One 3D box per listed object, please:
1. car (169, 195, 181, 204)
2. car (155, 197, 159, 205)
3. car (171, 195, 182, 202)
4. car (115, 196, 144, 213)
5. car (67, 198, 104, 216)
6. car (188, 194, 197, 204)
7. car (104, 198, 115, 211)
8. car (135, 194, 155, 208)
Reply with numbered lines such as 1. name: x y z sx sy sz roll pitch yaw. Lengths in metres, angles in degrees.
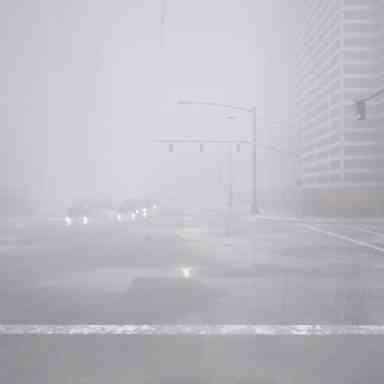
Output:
1. car: -3.407 1.491 64.127 2.128 1.511 4.902 0 0 0
2. car: -6.995 1.601 58.542 1.895 1.301 4.718 0 0 0
3. car: -3.392 1.354 74.412 2.128 1.511 4.902 0 0 0
4. car: -7.045 1.505 37.868 1.837 1.490 4.892 0 0 0
5. car: -10.590 1.352 32.752 2.097 1.767 4.553 0 0 1
6. car: 0.093 1.547 64.122 2.033 1.411 5.357 0 0 0
7. car: -10.537 1.478 41.884 1.882 1.535 5.008 0 0 0
8. car: -7.027 1.491 48.218 2.128 1.511 4.902 0 0 0
